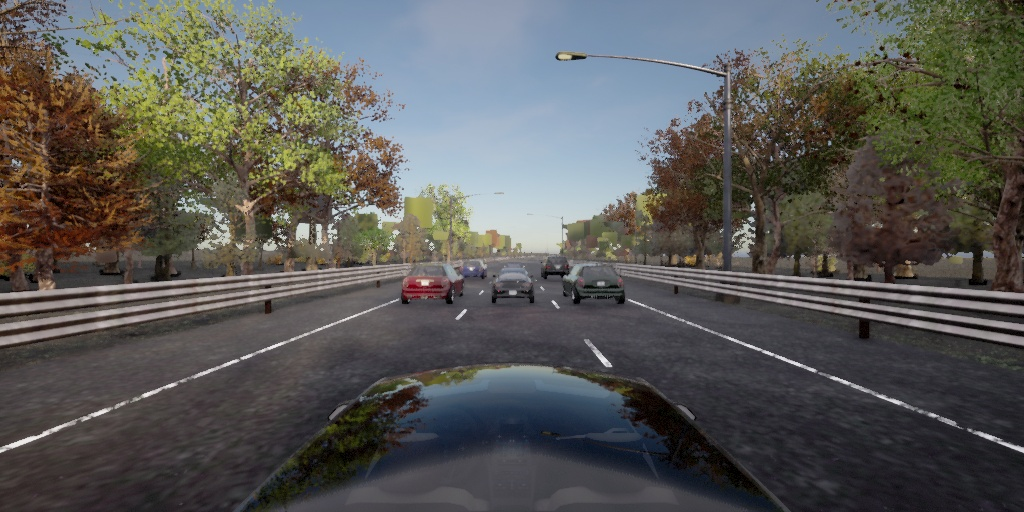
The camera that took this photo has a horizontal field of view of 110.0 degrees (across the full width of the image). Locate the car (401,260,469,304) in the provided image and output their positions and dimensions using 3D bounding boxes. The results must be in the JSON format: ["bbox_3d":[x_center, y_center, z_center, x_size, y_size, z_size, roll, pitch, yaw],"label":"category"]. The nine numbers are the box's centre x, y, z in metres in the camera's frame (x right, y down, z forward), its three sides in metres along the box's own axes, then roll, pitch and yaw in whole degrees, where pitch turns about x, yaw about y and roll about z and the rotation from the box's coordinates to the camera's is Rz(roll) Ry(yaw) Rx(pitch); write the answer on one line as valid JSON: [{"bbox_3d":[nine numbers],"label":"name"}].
[{"bbox_3d":[-3.448,1.115,16.405,2.097,1.767,4.553,0,0,0],"label":"car"}]

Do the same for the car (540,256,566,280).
[{"bbox_3d":[3.708,1.005,31.354,2.150,2.045,5.566,0,0,1],"label":"car"}]

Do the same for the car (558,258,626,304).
[{"bbox_3d":[3.551,1.115,16.357,2.097,1.767,4.553,0,0,0],"label":"car"}]

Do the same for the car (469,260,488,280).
[{"bbox_3d":[-3.292,1.113,31.392,2.097,1.767,4.553,0,0,1],"label":"car"}]

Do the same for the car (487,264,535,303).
[{"bbox_3d":[0.052,1.282,16.411,1.812,1.442,4.674,0,0,0],"label":"car"}]
